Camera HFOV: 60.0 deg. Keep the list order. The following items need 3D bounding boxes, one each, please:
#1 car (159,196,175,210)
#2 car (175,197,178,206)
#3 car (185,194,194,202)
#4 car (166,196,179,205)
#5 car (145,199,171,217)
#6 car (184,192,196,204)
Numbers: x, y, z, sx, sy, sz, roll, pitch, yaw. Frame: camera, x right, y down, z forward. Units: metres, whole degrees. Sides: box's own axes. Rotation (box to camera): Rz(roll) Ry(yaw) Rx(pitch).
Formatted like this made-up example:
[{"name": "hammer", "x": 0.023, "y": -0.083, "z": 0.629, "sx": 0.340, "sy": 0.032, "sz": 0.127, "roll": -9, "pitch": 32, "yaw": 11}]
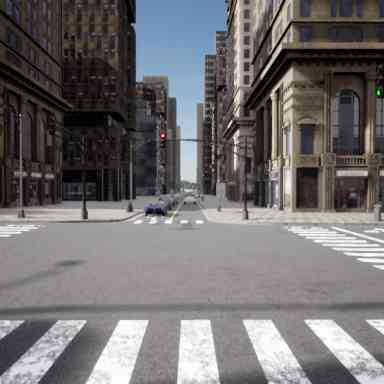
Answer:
[{"name": "car", "x": -3.429, "y": 1.491, "z": 40.918, "sx": 1.837, "sy": 1.490, "sz": 4.892, "roll": 0, "pitch": 0, "yaw": 0}, {"name": "car", "x": -3.485, "y": 1.509, "z": 50.248, "sx": 1.812, "sy": 1.442, "sz": 4.674, "roll": 0, "pitch": 0, "yaw": -1}, {"name": "car", "x": -0.536, "y": 1.334, "z": 72.844, "sx": 2.097, "sy": 1.767, "sz": 4.553, "roll": 0, "pitch": 0, "yaw": 0}, {"name": "car", "x": -3.522, "y": 1.528, "z": 60.926, "sx": 2.033, "sy": 1.411, "sz": 5.357, "roll": 0, "pitch": 0, "yaw": 0}, {"name": "car", "x": -3.354, "y": 1.590, "z": 31.589, "sx": 1.895, "sy": 1.301, "sz": 4.718, "roll": 0, "pitch": 0, "yaw": -1}, {"name": "car", "x": -0.371, "y": 1.204, "z": 61.271, "sx": 2.150, "sy": 2.045, "sz": 5.566, "roll": 0, "pitch": 0, "yaw": 0}]
